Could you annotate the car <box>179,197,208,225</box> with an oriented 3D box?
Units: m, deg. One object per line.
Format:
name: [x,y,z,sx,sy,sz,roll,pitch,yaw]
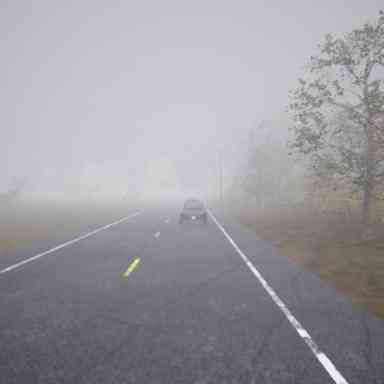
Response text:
car: [0.098,1.375,23.270,2.128,1.511,4.902,0,0,0]
